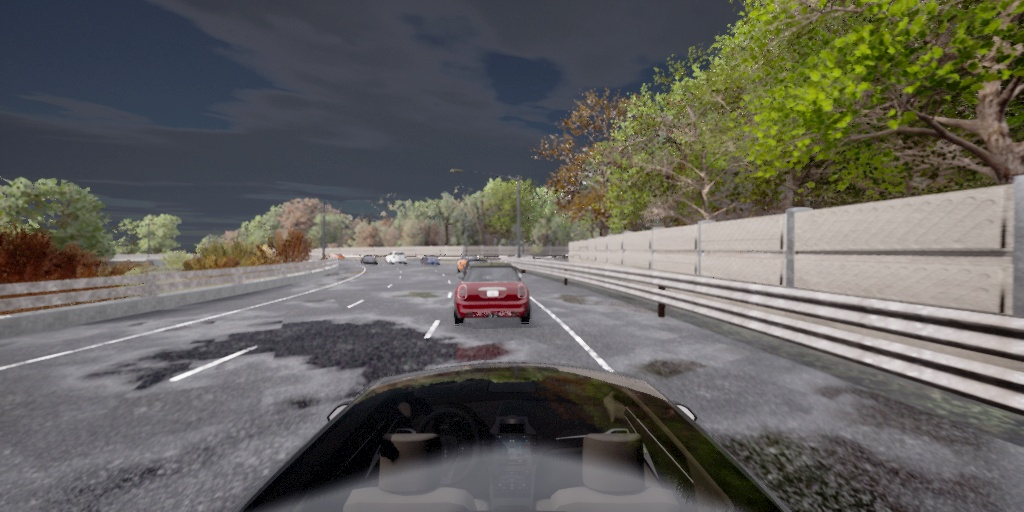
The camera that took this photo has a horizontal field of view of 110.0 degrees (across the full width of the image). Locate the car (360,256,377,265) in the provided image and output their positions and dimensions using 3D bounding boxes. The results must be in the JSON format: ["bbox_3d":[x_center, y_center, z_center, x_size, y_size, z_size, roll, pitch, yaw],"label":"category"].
[{"bbox_3d":[-22.137,0.661,55.283,1.994,1.385,4.181,-1,1,-31],"label":"car"}]

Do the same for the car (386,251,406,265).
[{"bbox_3d":[-17.757,0.318,54.852,2.150,2.045,5.566,0,1,-30],"label":"car"}]

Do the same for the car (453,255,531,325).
[{"bbox_3d":[-0.687,0.977,11.510,2.097,1.767,4.553,0,1,-5],"label":"car"}]

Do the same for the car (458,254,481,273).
[{"bbox_3d":[-4.240,0.677,35.314,2.097,1.767,4.553,0,1,-8],"label":"car"}]

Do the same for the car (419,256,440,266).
[{"bbox_3d":[-11.770,0.683,51.058,2.033,1.411,5.357,0,1,-27],"label":"car"}]

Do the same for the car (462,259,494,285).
[{"bbox_3d":[-2.395,0.972,24.080,1.837,1.490,4.892,0,1,-9],"label":"car"}]
